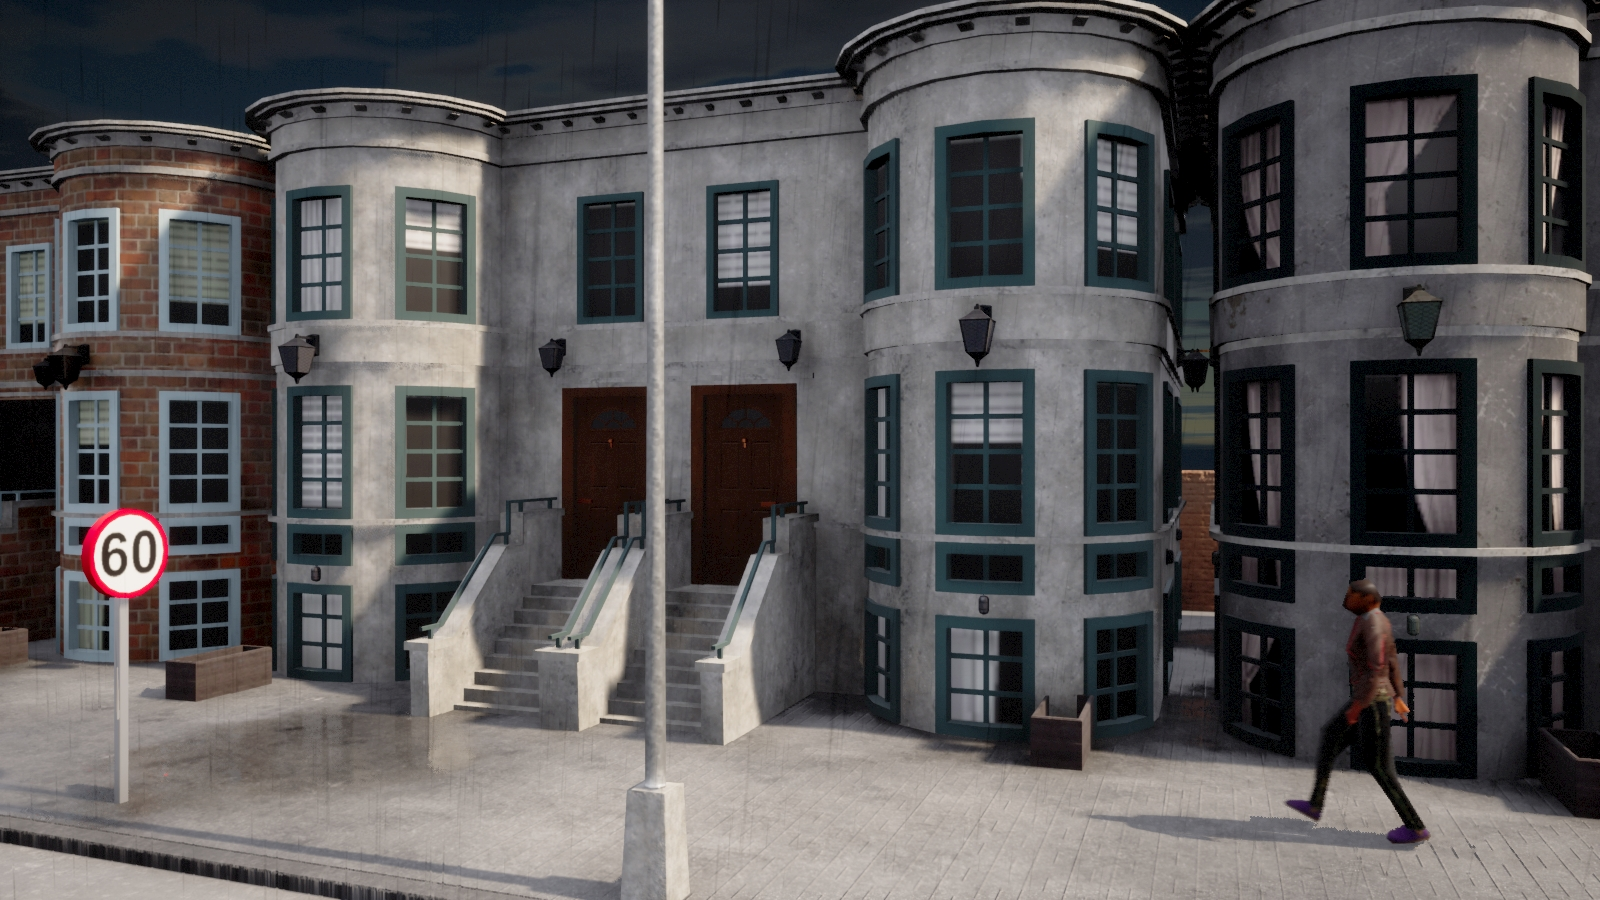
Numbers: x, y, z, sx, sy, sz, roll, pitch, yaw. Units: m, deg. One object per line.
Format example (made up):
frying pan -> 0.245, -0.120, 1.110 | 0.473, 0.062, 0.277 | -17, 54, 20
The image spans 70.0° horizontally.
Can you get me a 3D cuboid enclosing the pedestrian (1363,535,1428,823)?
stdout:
pedestrian -> 4.043, 1.524, 7.774 | 0.375, 1.860, 0.375 | 0, 0, 24
